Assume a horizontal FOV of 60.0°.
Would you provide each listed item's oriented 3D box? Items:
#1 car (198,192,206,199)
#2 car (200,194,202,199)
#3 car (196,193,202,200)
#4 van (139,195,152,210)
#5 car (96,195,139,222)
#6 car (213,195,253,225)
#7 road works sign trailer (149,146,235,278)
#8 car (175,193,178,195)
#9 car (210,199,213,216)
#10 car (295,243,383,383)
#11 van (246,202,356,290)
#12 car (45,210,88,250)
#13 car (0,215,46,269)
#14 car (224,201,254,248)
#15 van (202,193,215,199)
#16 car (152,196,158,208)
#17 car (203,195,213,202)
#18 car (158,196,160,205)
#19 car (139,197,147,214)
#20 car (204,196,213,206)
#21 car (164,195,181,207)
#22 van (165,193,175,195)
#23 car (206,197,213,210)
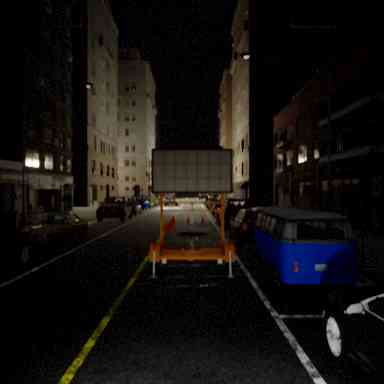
[{"bbox_3d":[2.723,0.951,92.436,2.192,1.841,5.009,0,0,0],"label":"car"},{"bbox_3d":[2.699,1.333,54.242,1.752,1.417,4.829,0,0,0],"label":"car"},{"bbox_3d":[2.716,1.129,81.267,1.967,1.590,4.097,0,0,0],"label":"car"},{"bbox_3d":[-5.837,1.220,37.053,1.690,1.788,3.998,0,0,0],"label":"van"},{"bbox_3d":[-5.843,1.231,25.717,2.192,1.841,5.009,0,0,0],"label":"car"},{"bbox_3d":[2.678,1.250,20.054,2.192,1.841,5.009,0,0,0],"label":"car"},{"bbox_3d":[0.005,0.432,10.025,2.380,3.560,2.880,0,0,0],"label":"road works sign trailer"},{"bbox_3d":[-5.803,0.951,92.426,2.192,1.841,5.009,0,0,0],"label":"car"},{"bbox_3d":[2.682,1.482,25.725,1.947,1.339,4.313,0,0,0],"label":"car"},{"bbox_3d":[2.669,1.541,3.048,2.008,1.369,4.403,0,0,0],"label":"car"},{"bbox_3d":[2.672,1.313,8.716,1.690,1.788,3.998,0,0,0],"label":"van"},{"bbox_3d":[-5.850,1.479,14.211,1.752,1.417,4.829,0,0,0],"label":"car"},{"bbox_3d":[-5.853,1.517,8.712,1.887,1.381,4.507,0,0,0],"label":"car"},{"bbox_3d":[2.675,1.393,14.386,1.967,1.590,4.097,0,0,0],"label":"car"},{"bbox_3d":[2.696,1.175,48.402,1.690,1.788,3.998,0,0,0],"label":"van"},{"bbox_3d":[-5.833,1.383,42.553,1.752,1.417,4.829,0,0,0],"label":"car"},{"bbox_3d":[2.693,1.439,42.732,1.802,1.307,4.206,0,0,0],"label":"car"},{"bbox_3d":[-5.830,1.360,48.222,1.752,1.417,4.829,0,0,0],"label":"car"},{"bbox_3d":[-5.840,1.448,31.385,2.008,1.369,4.403,0,0,0],"label":"car"},{"bbox_3d":[2.689,1.429,37.062,2.008,1.369,4.403,0,0,0],"label":"car"},{"bbox_3d":[-3.024,1.433,48.756,1.895,1.301,4.718,0,0,1],"label":"car"},{"bbox_3d":[-5.810,1.030,81.254,1.690,1.788,3.998,0,0,0],"label":"van"},{"bbox_3d":[2.685,1.463,31.394,1.947,1.339,4.313,0,0,0],"label":"car"}]
